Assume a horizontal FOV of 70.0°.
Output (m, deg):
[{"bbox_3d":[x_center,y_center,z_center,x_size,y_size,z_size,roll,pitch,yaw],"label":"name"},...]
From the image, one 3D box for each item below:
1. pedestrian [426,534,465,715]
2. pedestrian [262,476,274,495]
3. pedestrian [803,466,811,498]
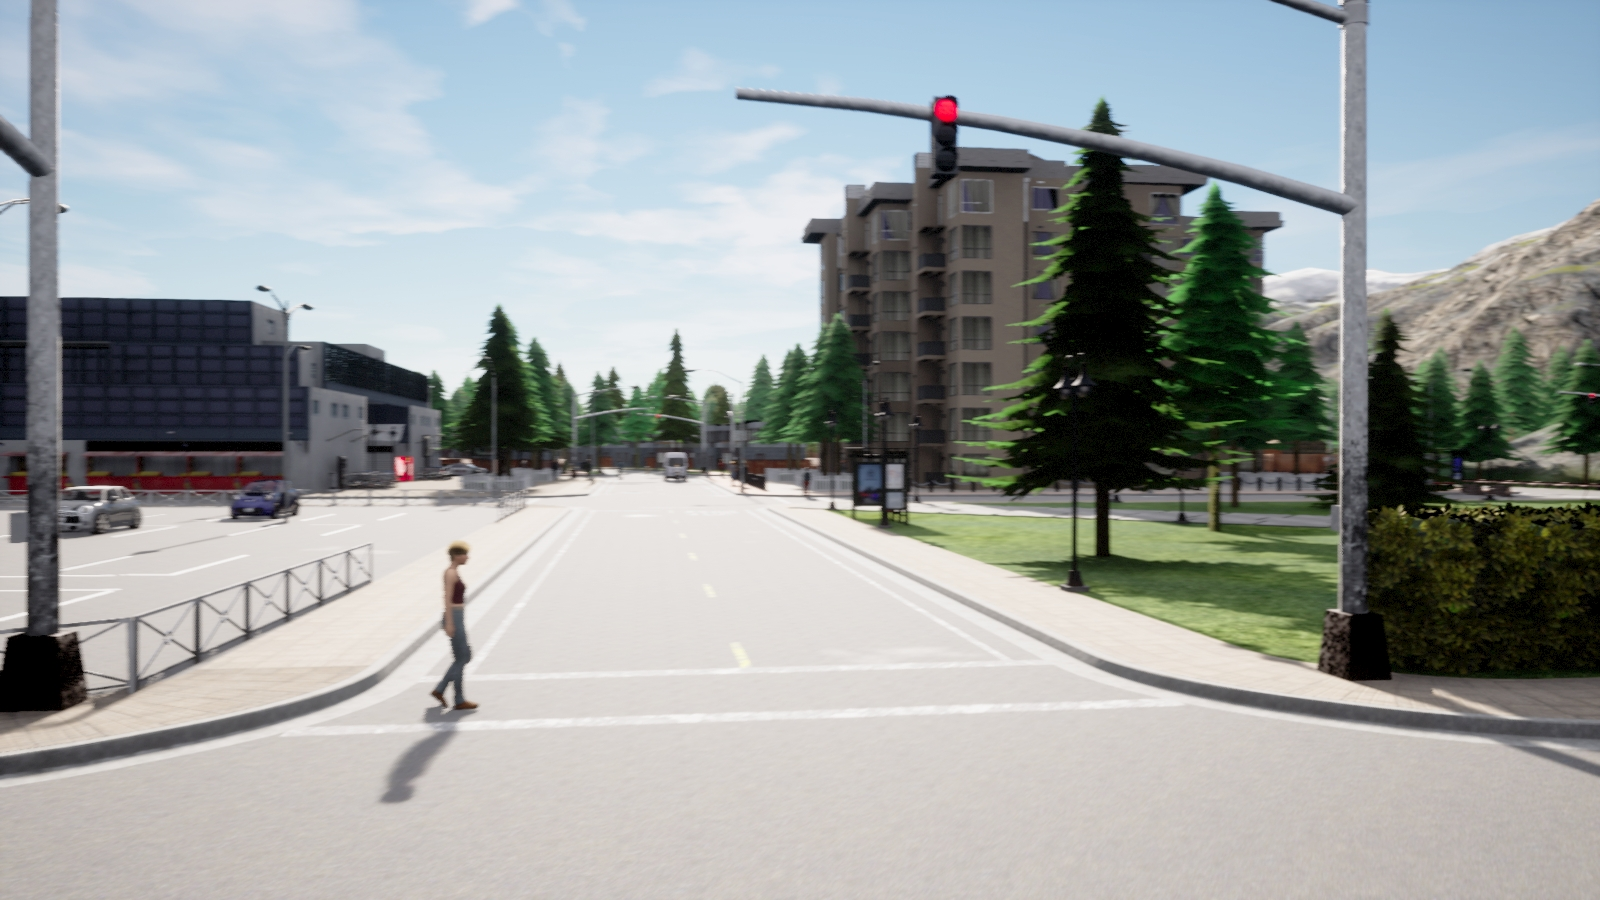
[{"bbox_3d":[-3.775,1.839,12.172,0.375,1.860,0.375,0,0,-21],"label":"pedestrian"},{"bbox_3d":[-30.188,2.015,64.865,0.500,1.100,0.500,0,0,-9],"label":"pedestrian"},{"bbox_3d":[0.385,1.830,65.341,0.375,1.860,0.375,0,0,-15],"label":"pedestrian"}]
